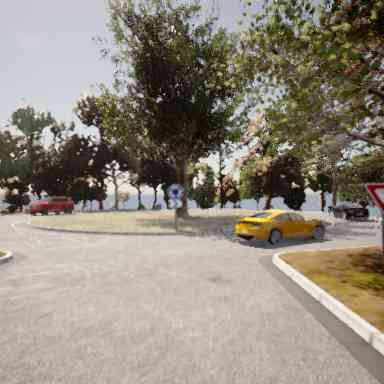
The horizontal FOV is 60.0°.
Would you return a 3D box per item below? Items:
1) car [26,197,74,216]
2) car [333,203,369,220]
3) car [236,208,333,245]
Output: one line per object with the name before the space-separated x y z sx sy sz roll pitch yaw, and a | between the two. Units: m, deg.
car | -16.155 1.582 38.193 2.150 2.045 5.566 -1 -1 27
car | 14.599 1.768 31.099 1.882 1.535 5.008 1 -1 3
car | 4.465 1.633 16.500 5.008 1.535 1.882 0 -2 -33
